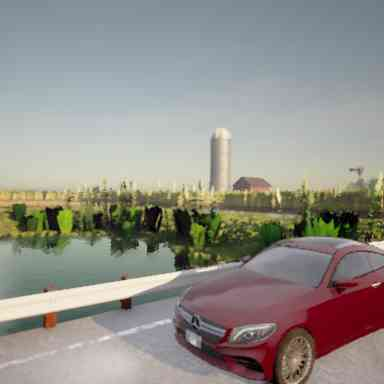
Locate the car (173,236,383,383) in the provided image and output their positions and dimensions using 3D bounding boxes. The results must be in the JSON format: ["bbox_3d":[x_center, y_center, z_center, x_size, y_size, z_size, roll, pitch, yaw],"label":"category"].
[{"bbox_3d":[1.918,1.501,5.328,4.674,1.442,1.812,0,0,-35],"label":"car"}]
